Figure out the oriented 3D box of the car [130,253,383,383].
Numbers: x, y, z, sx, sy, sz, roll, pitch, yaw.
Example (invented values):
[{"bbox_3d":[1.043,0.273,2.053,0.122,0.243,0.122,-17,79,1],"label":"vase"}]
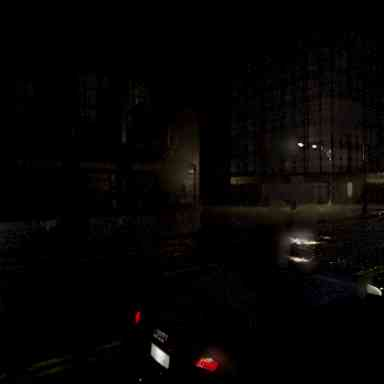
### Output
[{"bbox_3d":[1.328,1.540,4.389,4.181,1.385,1.994,-1,0,-35],"label":"car"}]
